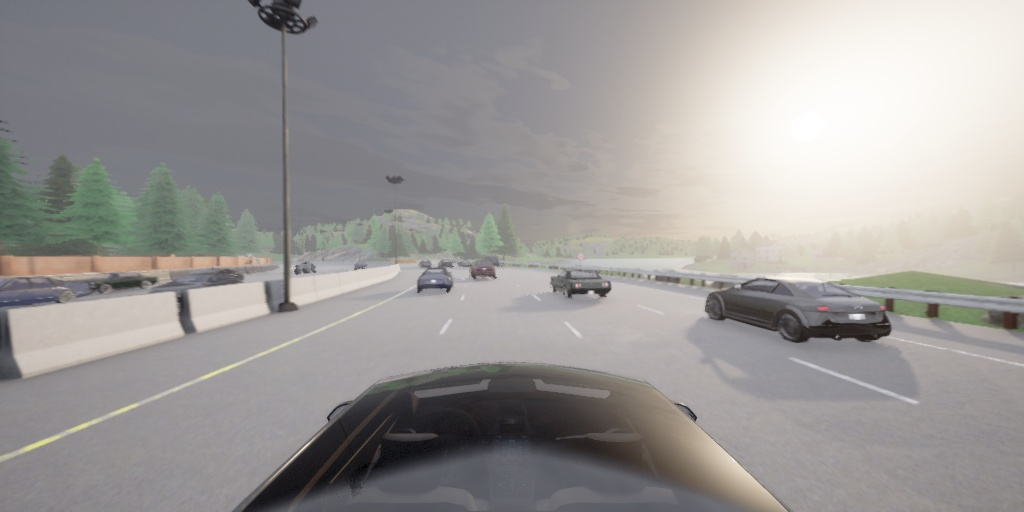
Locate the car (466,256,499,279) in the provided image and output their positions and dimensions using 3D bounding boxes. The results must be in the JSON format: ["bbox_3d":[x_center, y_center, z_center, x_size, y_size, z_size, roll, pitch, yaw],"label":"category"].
[{"bbox_3d":[-2.816,1.149,33.416,2.097,1.767,4.553,-1,0,-11],"label":"car"}]

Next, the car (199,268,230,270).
[{"bbox_3d":[-18.978,1.527,22.565,1.837,1.490,4.892,-1,0,-8],"label":"car"}]

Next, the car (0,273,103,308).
[{"bbox_3d":[-21.687,1.607,15.448,2.033,1.411,5.357,-1,0,-5],"label":"car"}]

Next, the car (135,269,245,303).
[{"bbox_3d":[-14.849,1.528,17.147,1.994,1.385,4.181,-1,0,-5],"label":"car"}]

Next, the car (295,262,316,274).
[{"bbox_3d":[-28.765,1.675,50.078,1.837,1.490,4.892,0,2,-18],"label":"car"}]

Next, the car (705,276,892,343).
[{"bbox_3d":[6.988,1.217,9.368,1.994,1.385,4.181,-1,0,-3],"label":"car"}]

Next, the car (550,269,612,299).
[{"bbox_3d":[3.202,1.309,17.790,1.895,1.301,4.718,-1,0,-6],"label":"car"}]

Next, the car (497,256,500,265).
[{"bbox_3d":[-4.001,1.043,64.835,2.150,2.045,5.566,0,0,-22],"label":"car"}]

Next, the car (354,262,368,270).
[{"bbox_3d":[-23.909,1.652,57.018,2.033,1.411,5.357,-1,0,-20],"label":"car"}]

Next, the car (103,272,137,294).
[{"bbox_3d":[-26.151,1.726,23.500,1.895,1.301,4.718,-1,0,-8],"label":"car"}]

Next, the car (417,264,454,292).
[{"bbox_3d":[-4.622,1.384,22.003,1.994,1.385,4.181,-1,0,-7],"label":"car"}]
